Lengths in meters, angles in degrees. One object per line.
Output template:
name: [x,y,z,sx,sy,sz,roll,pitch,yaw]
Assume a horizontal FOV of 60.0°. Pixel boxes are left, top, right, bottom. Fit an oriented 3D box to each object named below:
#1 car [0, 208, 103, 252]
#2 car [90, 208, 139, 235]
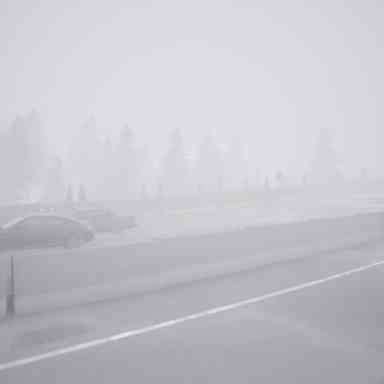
car: [-6.044,1.546,12.563,4.674,1.442,1.812,0,0,-35]
car: [-5.497,1.556,17.250,5.357,1.411,2.033,-1,0,-35]
